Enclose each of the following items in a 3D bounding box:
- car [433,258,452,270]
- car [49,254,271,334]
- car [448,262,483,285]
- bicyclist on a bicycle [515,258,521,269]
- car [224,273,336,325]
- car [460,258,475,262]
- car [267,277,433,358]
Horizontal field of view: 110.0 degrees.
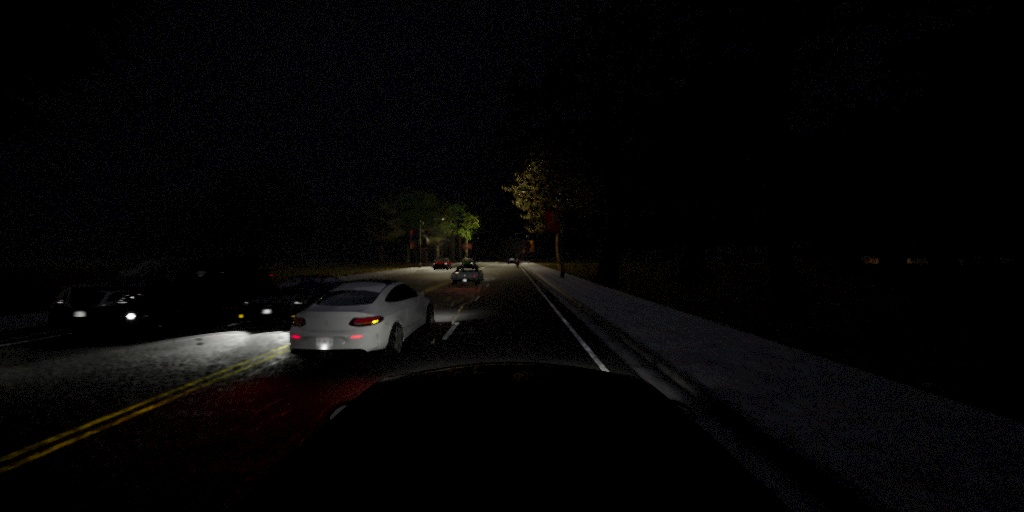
[{"bbox_3d":[-9.839,1.108,50.906,2.097,1.767,4.553,0,0,0],"label":"car"},{"bbox_3d":[-9.854,0.969,10.939,2.150,2.045,5.566,0,0,0],"label":"car"},{"bbox_3d":[-3.165,1.351,26.202,1.895,1.301,4.718,0,0,0],"label":"car"},{"bbox_3d":[0.881,1.193,53.045,0.866,1.612,1.509,0,-1,0],"label":"bicyclist on a bicycle"},{"bbox_3d":[-6.604,1.312,11.652,1.994,1.385,4.181,0,0,0],"label":"car"},{"bbox_3d":[-6.581,1.108,53.351,2.097,1.767,4.553,0,0,0],"label":"car"},{"bbox_3d":[-3.153,1.274,8.338,1.812,1.442,4.674,0,0,0],"label":"car"}]
